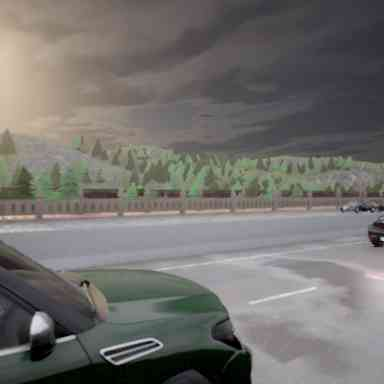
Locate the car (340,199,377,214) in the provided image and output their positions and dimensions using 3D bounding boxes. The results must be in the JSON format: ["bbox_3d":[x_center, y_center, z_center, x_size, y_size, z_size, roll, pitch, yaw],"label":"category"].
[{"bbox_3d":[18.137,1.562,36.242,4.902,1.511,2.128,1,0,-32],"label":"car"}]

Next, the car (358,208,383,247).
[{"bbox_3d":[9.266,1.532,13.784,4.892,1.490,1.837,0,0,-33],"label":"car"}]

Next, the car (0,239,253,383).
[{"bbox_3d":[-2.107,1.203,2.176,5.566,2.045,2.150,0,0,-36],"label":"car"}]
